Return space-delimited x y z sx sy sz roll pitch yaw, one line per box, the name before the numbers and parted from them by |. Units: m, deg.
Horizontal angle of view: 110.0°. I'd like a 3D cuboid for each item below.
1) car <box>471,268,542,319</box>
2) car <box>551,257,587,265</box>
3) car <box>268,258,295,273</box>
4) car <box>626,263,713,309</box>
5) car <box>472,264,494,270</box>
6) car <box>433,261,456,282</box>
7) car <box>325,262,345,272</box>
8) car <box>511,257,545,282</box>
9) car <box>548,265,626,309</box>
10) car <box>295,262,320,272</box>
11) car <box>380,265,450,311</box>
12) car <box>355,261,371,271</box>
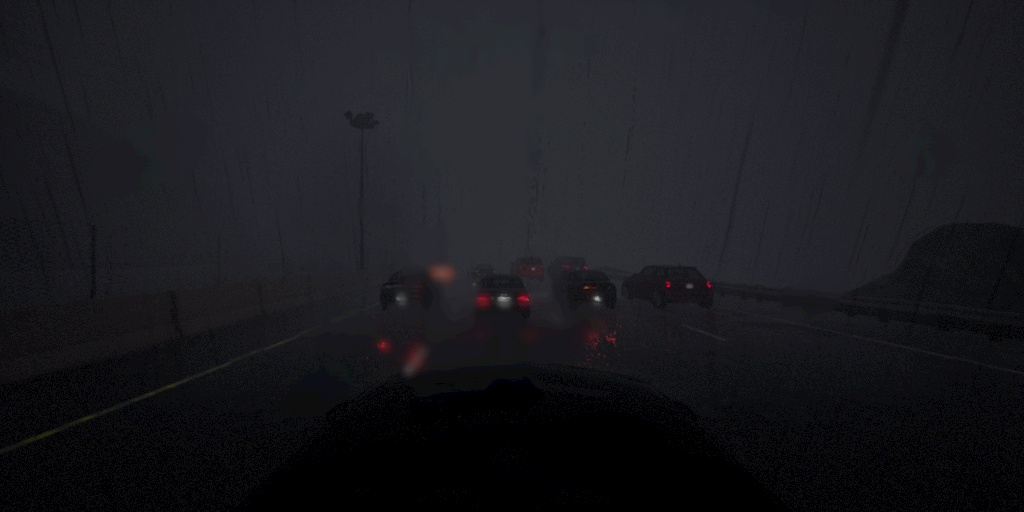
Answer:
car | -0.387 1.349 13.002 2.033 1.411 5.357 0 0 -4
car | 4.706 1.094 30.676 2.150 2.045 5.566 0 0 -9
car | -32.305 1.248 50.515 2.150 2.045 5.566 0 0 -17
car | 6.445 1.151 15.430 2.097 1.767 4.553 0 0 -4
car | -2.498 1.413 31.402 1.812 1.442 4.674 0 0 -9
car | -5.855 1.240 30.209 2.097 1.767 4.553 0 0 -9
car | -25.420 1.547 51.837 1.812 1.442 4.674 0 0 -17
car | 1.236 1.099 30.220 2.150 2.045 5.566 0 0 -9
car | 2.944 1.312 15.361 1.837 1.490 4.892 0 0 -4
car | -28.839 1.587 51.042 1.994 1.385 4.181 0 0 -17
car | -4.043 1.309 14.958 2.128 1.511 4.902 0 0 -4
car | -22.658 1.555 54.741 1.812 1.442 4.674 0 0 -17
